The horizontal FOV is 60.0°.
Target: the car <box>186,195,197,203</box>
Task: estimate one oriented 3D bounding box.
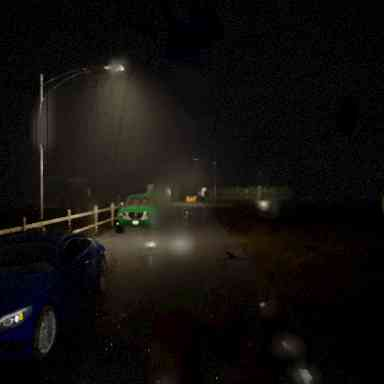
[{"bbox_3d":[-0.085,1.407,64.890,1.882,1.535,5.008,0,0,2],"label":"car"}]

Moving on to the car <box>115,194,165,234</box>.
[{"bbox_3d":[-2.773,1.134,18.947,2.150,2.045,5.566,0,0,0],"label":"car"}]

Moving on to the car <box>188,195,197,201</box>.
[{"bbox_3d":[0.079,1.357,75.290,1.994,1.385,4.181,0,0,0],"label":"car"}]

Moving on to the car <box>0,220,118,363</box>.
[{"bbox_3d":[-2.838,1.490,6.019,1.812,1.442,4.674,0,0,0],"label":"car"}]
